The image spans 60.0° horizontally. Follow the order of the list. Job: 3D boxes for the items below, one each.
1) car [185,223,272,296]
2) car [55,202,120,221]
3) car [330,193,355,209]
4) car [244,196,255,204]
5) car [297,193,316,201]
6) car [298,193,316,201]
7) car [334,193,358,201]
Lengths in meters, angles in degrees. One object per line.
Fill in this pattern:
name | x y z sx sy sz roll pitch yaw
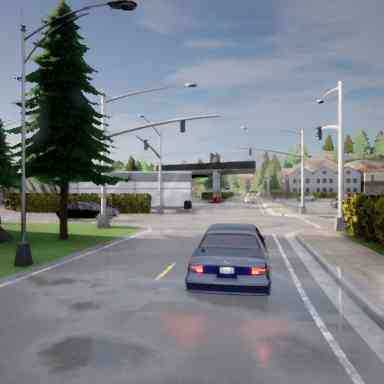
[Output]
car | 1.085 1.547 8.845 2.033 1.411 5.357 0 0 10
car | -8.093 1.491 25.843 4.902 1.511 2.128 0 0 10
car | 20.231 1.330 42.329 5.027 1.636 2.152 0 0 10
car | 11.184 1.525 64.732 1.812 1.442 4.674 0 0 10
car | 26.159 1.360 76.070 3.806 1.475 1.970 0 0 10
car | 27.340 1.076 79.237 3.866 1.878 1.905 0 0 10
car | 34.514 1.097 74.628 4.605 1.855 1.932 0 0 10
